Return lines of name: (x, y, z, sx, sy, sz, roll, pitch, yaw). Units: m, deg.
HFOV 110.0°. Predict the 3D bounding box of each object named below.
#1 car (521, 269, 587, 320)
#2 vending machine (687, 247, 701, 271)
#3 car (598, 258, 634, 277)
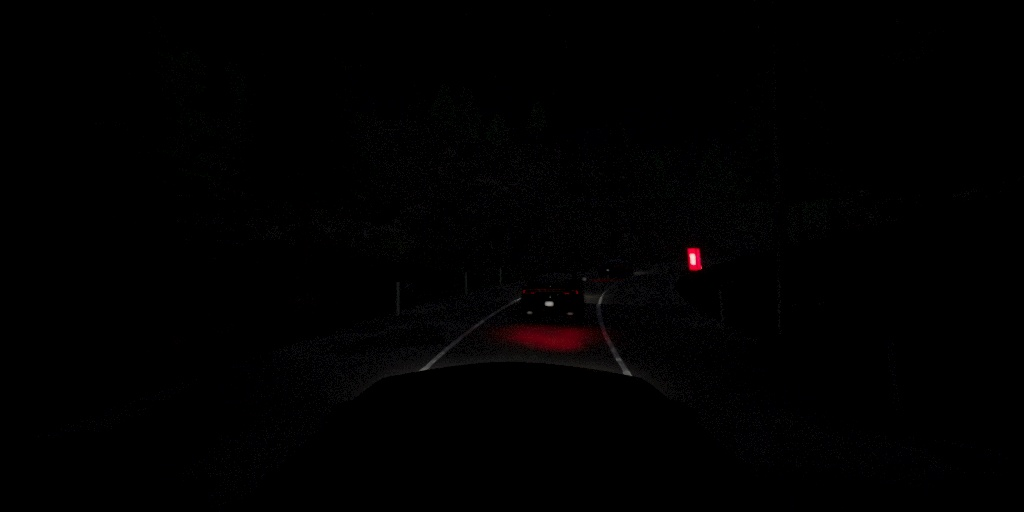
car: (1.573, 1.185, 12.618, 1.882, 1.535, 5.008, 0, 0, 12)
vending machine: (16.779, 0.256, 32.854, 1.100, 2.100, 0.880, 0, 0, 41)
car: (8.702, 0.875, 29.787, 1.882, 1.535, 5.008, -1, 1, 32)
